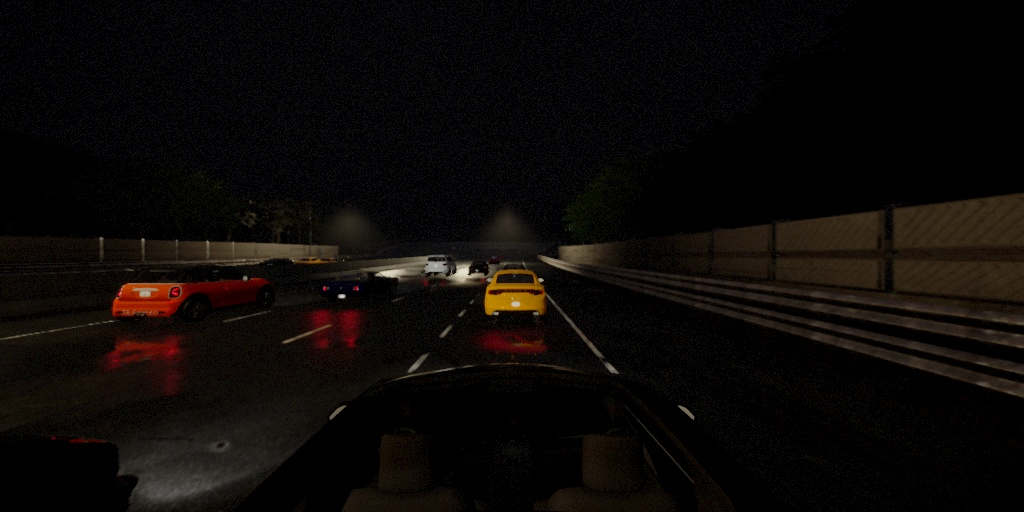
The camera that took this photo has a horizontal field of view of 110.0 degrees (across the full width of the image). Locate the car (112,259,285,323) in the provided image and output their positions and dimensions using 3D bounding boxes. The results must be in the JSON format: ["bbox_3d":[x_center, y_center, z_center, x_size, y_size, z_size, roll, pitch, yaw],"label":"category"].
[{"bbox_3d":[-10.384,1.096,12.276,2.097,1.767,4.553,0,0,0],"label":"car"}]

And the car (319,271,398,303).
[{"bbox_3d":[-6.872,1.343,16.711,1.895,1.301,4.718,0,0,0],"label":"car"}]

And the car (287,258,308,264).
[{"bbox_3d":[-27.830,0.979,48.982,1.882,1.535,5.008,0,1,1],"label":"car"}]

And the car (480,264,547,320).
[{"bbox_3d":[0.117,1.222,12.713,1.882,1.535,5.008,0,0,0],"label":"car"}]

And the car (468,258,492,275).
[{"bbox_3d":[-3.364,1.195,36.945,1.812,1.442,4.674,0,1,0],"label":"car"}]

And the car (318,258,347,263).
[{"bbox_3d":[-20.893,1.161,43.024,1.994,1.385,4.181,0,1,1],"label":"car"}]

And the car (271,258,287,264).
[{"bbox_3d":[-31.342,1.002,47.647,1.882,1.535,5.008,0,1,1],"label":"car"}]

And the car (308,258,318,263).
[{"bbox_3d":[-24.348,1.004,47.573,1.882,1.535,5.008,0,1,1],"label":"car"}]

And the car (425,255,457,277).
[{"bbox_3d":[-6.781,0.911,34.607,2.150,2.045,5.566,0,0,0],"label":"car"}]

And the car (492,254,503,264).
[{"bbox_3d":[-3.096,0.771,63.462,1.994,1.385,4.181,0,1,1],"label":"car"}]
